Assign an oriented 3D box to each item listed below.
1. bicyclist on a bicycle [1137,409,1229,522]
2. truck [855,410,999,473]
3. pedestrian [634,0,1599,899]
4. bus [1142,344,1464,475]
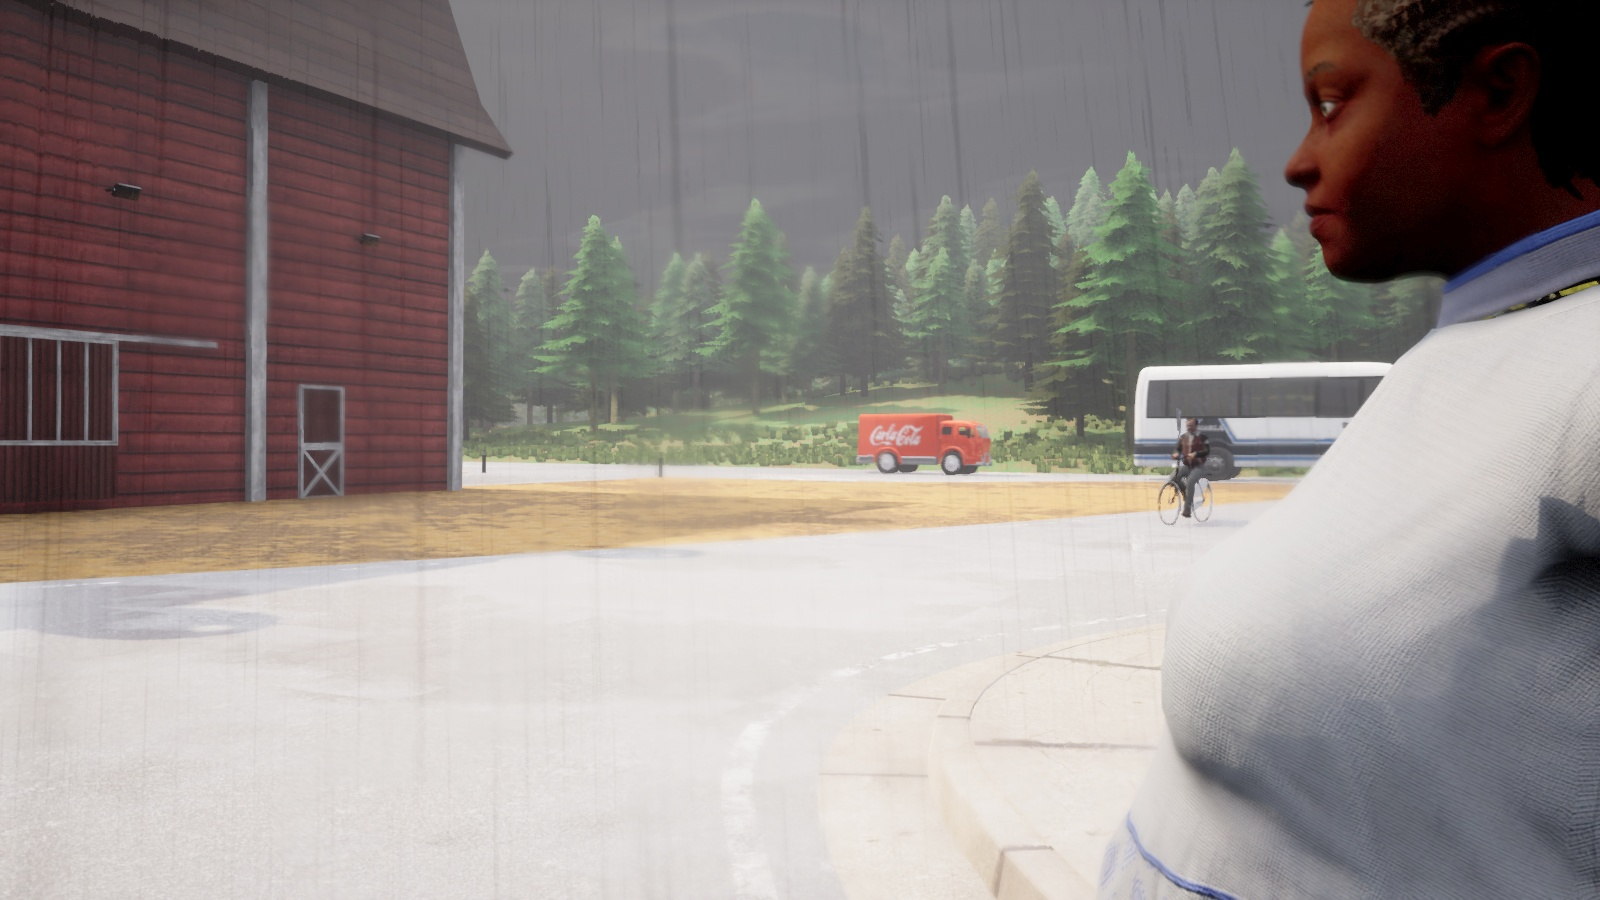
[{"bbox_3d":[6.278,0.232,20.529,0.659,1.776,1.843,0,0,44],"label":"bicyclist on a bicycle"},{"bbox_3d":[5.184,-0.336,51.236,5.204,2.467,2.627,0,0,26],"label":"truck"},{"bbox_3d":[0.492,0.512,0.896,0.900,1.855,0.874,0,0,19],"label":"pedestrian"},{"bbox_3d":[17.913,-1.298,45.087,10.273,4.253,3.944,-1,0,26],"label":"bus"}]
